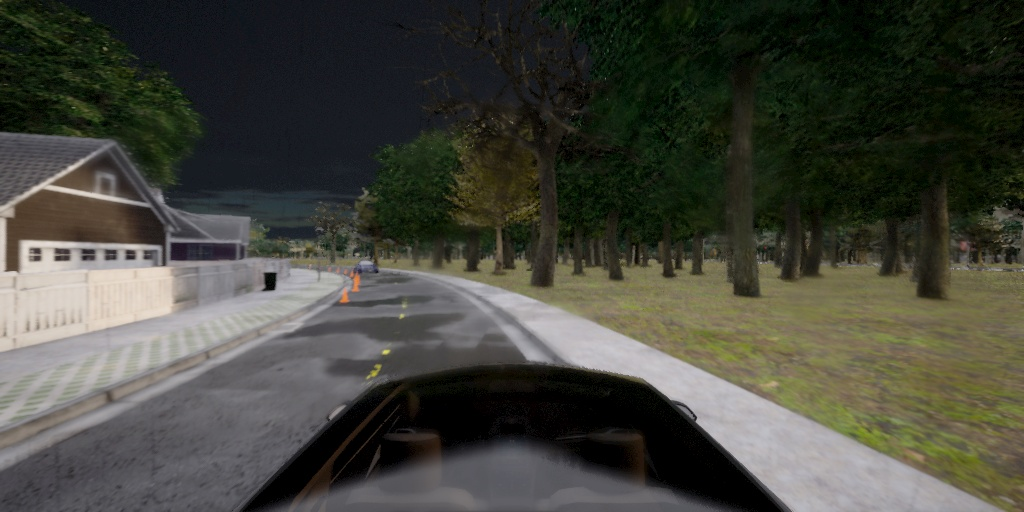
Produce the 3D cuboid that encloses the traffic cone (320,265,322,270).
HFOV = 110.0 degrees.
[{"bbox_3d":[-26.141,1.580,48.906,0.340,0.580,0.340,0,0,-42],"label":"traffic cone"}]

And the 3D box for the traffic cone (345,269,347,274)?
[{"bbox_3d":[-17.297,1.613,37.318,0.340,0.580,0.340,0,0,-33],"label":"traffic cone"}]

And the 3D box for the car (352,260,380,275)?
[{"bbox_3d":[-15.437,1.197,37.884,1.812,1.442,4.674,1,0,-33],"label":"car"}]

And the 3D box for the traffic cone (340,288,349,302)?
[{"bbox_3d":[-7.130,1.650,15.307,0.340,0.580,0.340,0,0,-17],"label":"traffic cone"}]

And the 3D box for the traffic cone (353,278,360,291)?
[{"bbox_3d":[-8.674,1.644,19.918,0.340,0.580,0.340,0,0,-20],"label":"traffic cone"}]

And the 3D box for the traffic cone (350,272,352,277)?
[{"bbox_3d":[-14.787,1.624,33.152,0.340,0.580,0.340,0,0,-30],"label":"traffic cone"}]

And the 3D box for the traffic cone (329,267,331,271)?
[{"bbox_3d":[-22.983,1.591,45.206,0.340,0.580,0.340,0,0,-39],"label":"traffic cone"}]

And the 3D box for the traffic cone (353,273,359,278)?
[{"bbox_3d":[-10.469,1.639,24.439,0.340,0.580,0.340,0,0,-23],"label":"traffic cone"}]

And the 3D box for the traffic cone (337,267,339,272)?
[{"bbox_3d":[-20.032,1.602,41.340,0.340,0.580,0.340,0,0,-36],"label":"traffic cone"}]
